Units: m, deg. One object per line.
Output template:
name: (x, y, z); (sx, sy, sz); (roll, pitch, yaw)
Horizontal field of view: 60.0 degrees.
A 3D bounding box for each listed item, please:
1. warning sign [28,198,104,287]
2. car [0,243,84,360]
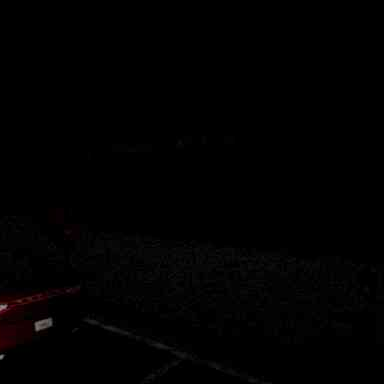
warning sign: (-2.971, 1.079, 7.903); (1.060, 1.860, 1.300); (0, 0, 35)
car: (-3.672, 1.513, 5.475); (4.507, 1.381, 1.887); (0, 0, 36)
